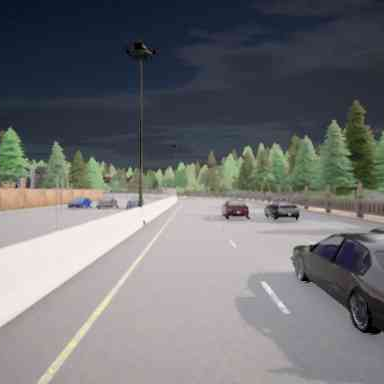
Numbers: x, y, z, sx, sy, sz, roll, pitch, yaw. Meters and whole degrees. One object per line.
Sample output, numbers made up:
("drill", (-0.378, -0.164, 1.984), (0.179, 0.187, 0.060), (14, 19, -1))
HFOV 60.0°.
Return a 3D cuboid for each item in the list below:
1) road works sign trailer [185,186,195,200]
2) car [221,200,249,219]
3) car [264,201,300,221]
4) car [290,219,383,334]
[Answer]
("road works sign trailer", (-0.603, 0.245, 84.492), (2.380, 3.560, 2.880), (0, 0, -10))
("car", (3.586, 1.405, 28.098), (1.882, 1.535, 5.008), (0, 0, 0))
("car", (7.083, 1.423, 26.515), (2.128, 1.511, 4.902), (0, 0, 0))
("car", (3.564, 1.530, 6.636), (2.033, 1.411, 5.357), (0, 0, 0))
